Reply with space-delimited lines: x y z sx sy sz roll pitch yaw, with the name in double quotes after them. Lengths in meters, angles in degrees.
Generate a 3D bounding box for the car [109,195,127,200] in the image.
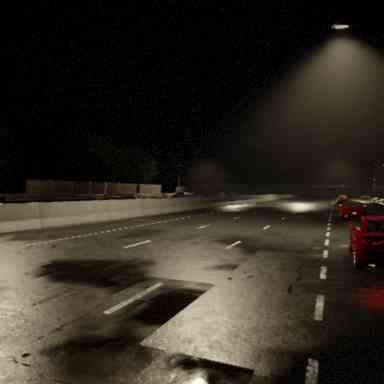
-9.304 1.055 45.866 2.033 1.411 5.357 1 0 24 "car"

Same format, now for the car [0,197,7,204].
-19.618 0.930 30.714 1.837 1.490 4.892 1 0 23 "car"

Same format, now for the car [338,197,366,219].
13.755 1.511 28.430 1.882 1.535 5.008 1 0 23 "car"

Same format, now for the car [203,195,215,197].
2.780 1.210 56.269 2.033 1.411 5.357 1 0 24 "car"

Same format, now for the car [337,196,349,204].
31.724 1.575 69.765 1.882 1.535 5.008 1 1 28 "car"

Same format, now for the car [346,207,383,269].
6.213 1.499 10.728 1.882 1.535 5.008 1 0 23 "car"

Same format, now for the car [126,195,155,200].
-6.220 1.174 44.163 1.895 1.301 4.718 1 0 23 "car"

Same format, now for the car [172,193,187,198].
-2.568 0.864 70.210 1.812 1.442 4.674 1 0 23 "car"

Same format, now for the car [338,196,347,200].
24.157 1.563 52.671 2.128 1.511 4.902 1 0 23 "car"
